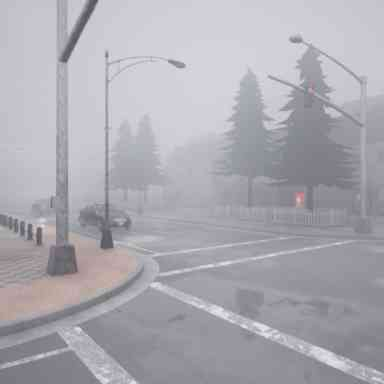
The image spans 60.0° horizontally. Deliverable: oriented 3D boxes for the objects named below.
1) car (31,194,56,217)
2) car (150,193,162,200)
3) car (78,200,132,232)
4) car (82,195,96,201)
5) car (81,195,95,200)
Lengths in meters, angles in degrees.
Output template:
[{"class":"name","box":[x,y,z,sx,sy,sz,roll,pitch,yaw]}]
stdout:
[{"class":"car","box":[-13.691,1.365,31.384,2.097,1.767,4.553,0,0,-37]},{"class":"car","box":[-7.783,1.101,83.312,1.932,1.855,4.605,0,0,-37]},{"class":"car","box":[-5.447,1.504,20.486,2.128,1.511,4.902,0,0,-37]},{"class":"car","box":[-24.813,1.392,80.062,1.970,1.475,3.806,0,0,-37]},{"class":"car","box":[-22.775,1.382,72.329,1.845,1.501,3.633,0,0,-37]}]
